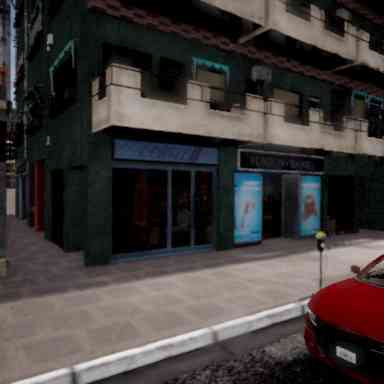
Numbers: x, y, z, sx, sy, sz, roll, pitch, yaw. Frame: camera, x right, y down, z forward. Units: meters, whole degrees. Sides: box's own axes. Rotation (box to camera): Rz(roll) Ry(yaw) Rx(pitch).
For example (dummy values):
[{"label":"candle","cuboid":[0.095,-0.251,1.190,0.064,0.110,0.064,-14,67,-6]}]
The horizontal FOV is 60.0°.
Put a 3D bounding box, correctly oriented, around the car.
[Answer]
[{"label":"car","cuboid":[3.527,1.514,4.843,4.507,1.381,1.887,0,1,-34]}]
